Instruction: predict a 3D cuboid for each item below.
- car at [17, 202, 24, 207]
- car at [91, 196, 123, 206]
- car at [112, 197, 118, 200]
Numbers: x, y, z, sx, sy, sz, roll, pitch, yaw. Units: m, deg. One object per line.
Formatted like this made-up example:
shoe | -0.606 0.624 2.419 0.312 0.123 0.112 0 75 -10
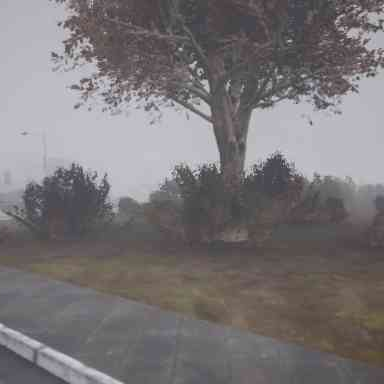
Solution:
car | -18.628 1.536 41.198 1.812 1.442 4.674 0 0 33
car | -13.945 1.499 54.681 2.128 1.511 4.902 0 0 34
car | -11.387 1.503 52.215 2.128 1.511 4.902 0 0 33
